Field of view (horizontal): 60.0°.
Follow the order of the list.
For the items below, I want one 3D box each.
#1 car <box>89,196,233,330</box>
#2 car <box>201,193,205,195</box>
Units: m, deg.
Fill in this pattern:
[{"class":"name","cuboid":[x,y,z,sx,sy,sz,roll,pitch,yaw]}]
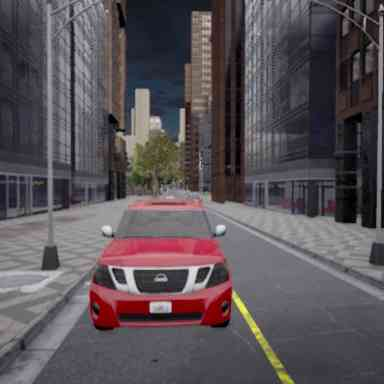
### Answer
[{"class":"car","cuboid":[-0.582,1.215,7.284,2.150,2.045,5.566,0,0,-3]},{"class":"car","cuboid":[0.163,1.284,43.878,2.097,1.767,4.553,0,0,-3]}]
